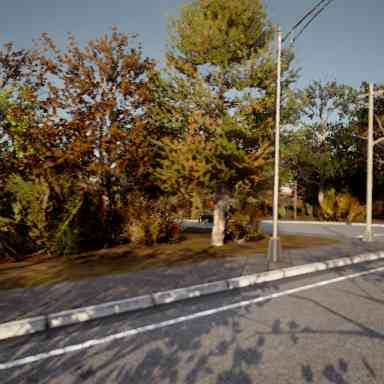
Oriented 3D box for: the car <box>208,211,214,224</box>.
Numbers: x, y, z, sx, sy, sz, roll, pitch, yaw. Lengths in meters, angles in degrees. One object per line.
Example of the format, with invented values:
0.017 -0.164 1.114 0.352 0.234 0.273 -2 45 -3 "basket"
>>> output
3.228 2.669 35.107 1.882 1.535 5.008 3 -5 -40 "car"
